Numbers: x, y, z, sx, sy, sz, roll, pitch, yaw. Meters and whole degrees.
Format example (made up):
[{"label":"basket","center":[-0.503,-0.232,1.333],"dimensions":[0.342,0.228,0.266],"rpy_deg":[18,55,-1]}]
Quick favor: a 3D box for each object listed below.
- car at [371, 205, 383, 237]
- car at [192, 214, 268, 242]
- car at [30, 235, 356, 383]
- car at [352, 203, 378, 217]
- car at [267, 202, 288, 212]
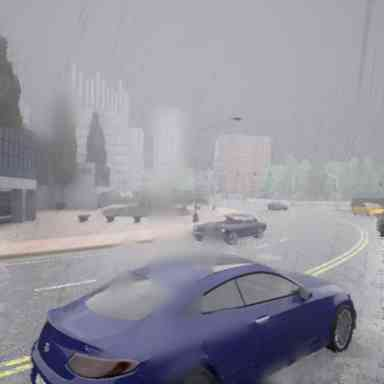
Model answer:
[{"label":"car","center":[12.063,1.788,19.719],"dimensions":[2.128,1.511,4.902],"rpy_deg":[0,-1,26]},{"label":"car","center":[1.995,1.777,16.513],"dimensions":[1.895,1.301,4.718],"rpy_deg":[0,-1,35]},{"label":"car","center":[0.416,1.572,4.471],"dimensions":[4.674,1.442,1.812],"rpy_deg":[1,-1,-40]},{"label":"car","center":[19.959,2.018,37.719],"dimensions":[1.882,1.535,5.008],"rpy_deg":[1,0,1]},{"label":"car","center":[12.603,2.133,49.308],"dimensions":[2.033,1.411,5.357],"rpy_deg":[1,-1,-3]}]
